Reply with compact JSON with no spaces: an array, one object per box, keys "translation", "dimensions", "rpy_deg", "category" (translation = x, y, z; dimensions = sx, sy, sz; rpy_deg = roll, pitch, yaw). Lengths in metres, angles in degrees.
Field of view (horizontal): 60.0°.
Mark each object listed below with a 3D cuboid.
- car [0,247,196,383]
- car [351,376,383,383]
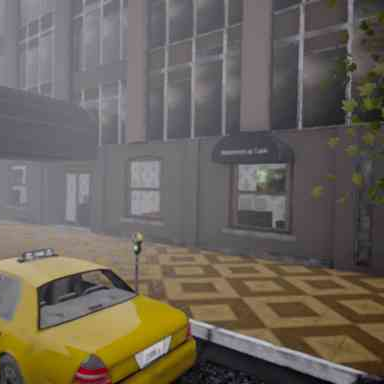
[{"translation":[-2.228,1.431,4.507],"dimensions":[4.829,1.417,1.752],"rpy_deg":[2,1,36],"category":"car"},{"translation":[2.514,1.597,1.055],"dimensions":[4.313,1.339,1.947],"rpy_deg":[2,1,36],"category":"car"}]
